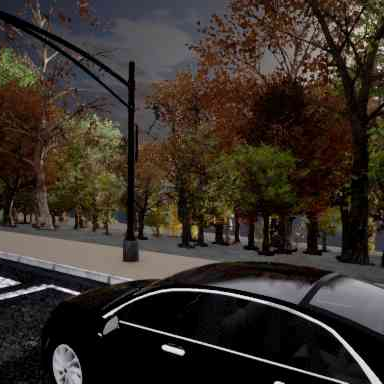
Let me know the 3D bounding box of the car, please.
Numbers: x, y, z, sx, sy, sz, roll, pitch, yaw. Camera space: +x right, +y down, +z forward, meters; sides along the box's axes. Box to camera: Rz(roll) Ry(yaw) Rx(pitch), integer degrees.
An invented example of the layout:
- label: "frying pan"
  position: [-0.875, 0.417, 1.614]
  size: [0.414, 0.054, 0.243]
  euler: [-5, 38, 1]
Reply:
- label: "car"
  position: [0.389, 1.505, 3.397]
  size: [4.892, 1.490, 1.837]
  euler: [0, 0, 36]
